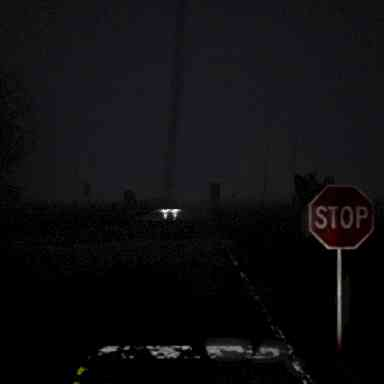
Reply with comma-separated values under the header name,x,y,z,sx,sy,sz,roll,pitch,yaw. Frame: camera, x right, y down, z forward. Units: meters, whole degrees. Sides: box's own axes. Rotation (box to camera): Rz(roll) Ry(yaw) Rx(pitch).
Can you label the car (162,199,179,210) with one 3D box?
name,x,y,z,sx,sy,sz,roll,pitch,yaw
car,-2.732,1.533,42.864,1.994,1.385,4.181,0,0,0
